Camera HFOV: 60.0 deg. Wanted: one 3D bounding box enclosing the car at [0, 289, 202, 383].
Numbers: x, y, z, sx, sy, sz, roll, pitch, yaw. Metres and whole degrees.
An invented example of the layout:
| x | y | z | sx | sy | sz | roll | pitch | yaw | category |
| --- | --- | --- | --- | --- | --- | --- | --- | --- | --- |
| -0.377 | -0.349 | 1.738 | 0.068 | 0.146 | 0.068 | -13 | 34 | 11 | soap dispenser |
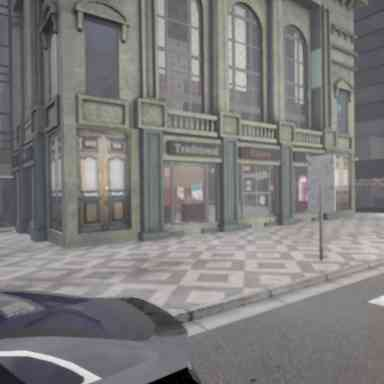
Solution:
| x | y | z | sx | sy | sz | roll | pitch | yaw | category |
| --- | --- | --- | --- | --- | --- | --- | --- | --- | --- |
| -2.193 | 1.506 | 1.796 | 4.902 | 1.511 | 2.128 | -1 | 1 | -35 | car |
